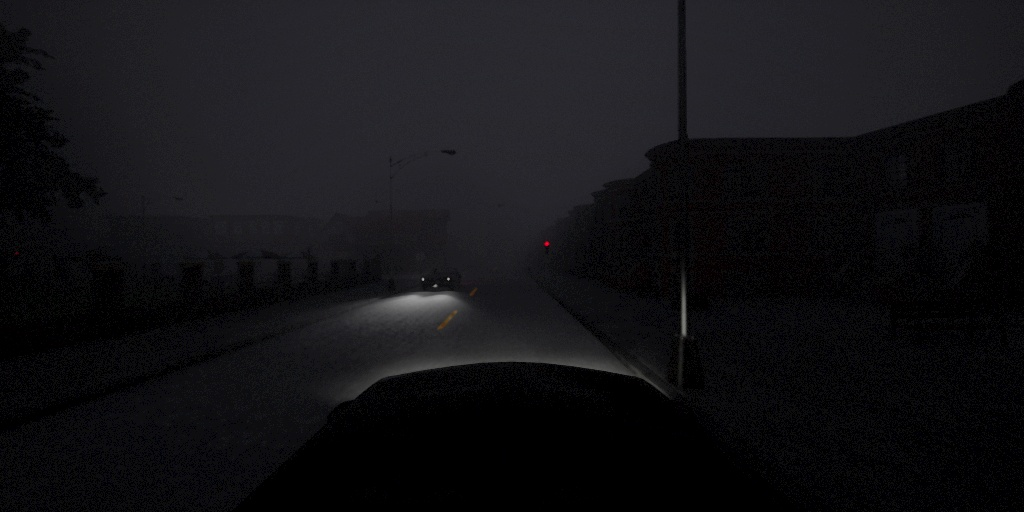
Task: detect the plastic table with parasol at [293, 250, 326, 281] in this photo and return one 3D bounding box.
[{"bbox_3d":[-14.383,0.859,24.214,2.482,2.480,2.482,0,0,-41],"label":"plastic table with parasol"}]

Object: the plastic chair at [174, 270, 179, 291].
[{"bbox_3d":[-20.587,1.485,22.393,0.730,1.272,0.750,0,0,-41],"label":"plastic chair"}]

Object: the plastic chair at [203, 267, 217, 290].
[{"bbox_3d":[-18.847,1.478,22.130,0.750,1.272,0.730,0,0,-41],"label":"plastic chair"}]

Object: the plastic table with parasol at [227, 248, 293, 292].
[{"bbox_3d":[-13.880,0.821,19.730,2.482,2.480,2.482,0,0,-41],"label":"plastic table with parasol"}]

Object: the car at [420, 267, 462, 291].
[{"bbox_3d":[-4.323,1.381,22.428,1.895,1.301,4.718,-1,0,0],"label":"car"}]

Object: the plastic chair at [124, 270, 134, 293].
[{"bbox_3d":[-21.478,1.479,19.858,0.730,1.272,0.750,0,0,-41],"label":"plastic chair"}]

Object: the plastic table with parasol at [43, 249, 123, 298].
[{"bbox_3d":[-22.508,0.875,19.111,2.482,2.480,2.482,0,0,-42],"label":"plastic table with parasol"}]

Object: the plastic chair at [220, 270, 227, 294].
[{"bbox_3d":[-14.866,1.406,18.983,0.730,1.272,0.750,0,0,-41],"label":"plastic chair"}]

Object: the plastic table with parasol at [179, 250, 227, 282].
[{"bbox_3d":[-19.599,0.878,23.140,2.482,2.480,2.482,0,0,-41],"label":"plastic table with parasol"}]

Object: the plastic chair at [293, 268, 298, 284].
[{"bbox_3d":[-12.860,1.412,20.489,0.730,1.272,0.750,0,0,-41],"label":"plastic chair"}]

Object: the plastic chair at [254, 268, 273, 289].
[{"bbox_3d":[-13.129,1.400,18.735,0.750,1.272,0.730,0,0,-41],"label":"plastic chair"}]

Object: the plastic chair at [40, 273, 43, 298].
[{"bbox_3d":[-23.479,1.506,18.341,0.730,1.272,0.750,0,0,-41],"label":"plastic chair"}]

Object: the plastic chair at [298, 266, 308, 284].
[{"bbox_3d":[-13.632,1.455,23.204,0.750,1.272,0.730,0,0,-41],"label":"plastic chair"}]

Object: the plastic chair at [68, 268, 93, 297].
[{"bbox_3d":[-21.782,1.411,18.240,0.750,1.272,0.730,0,0,-42],"label":"plastic chair"}]

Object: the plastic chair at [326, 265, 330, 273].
[{"bbox_3d":[-13.363,1.453,24.973,0.730,1.272,0.750,0,0,-41],"label":"plastic chair"}]
